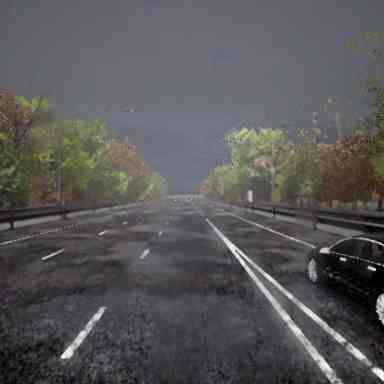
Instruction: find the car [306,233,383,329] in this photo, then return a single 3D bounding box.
[{"bbox_3d":[4.013,1.610,6.908,1.837,1.490,4.892,0,-1,-3],"label":"car"}]
